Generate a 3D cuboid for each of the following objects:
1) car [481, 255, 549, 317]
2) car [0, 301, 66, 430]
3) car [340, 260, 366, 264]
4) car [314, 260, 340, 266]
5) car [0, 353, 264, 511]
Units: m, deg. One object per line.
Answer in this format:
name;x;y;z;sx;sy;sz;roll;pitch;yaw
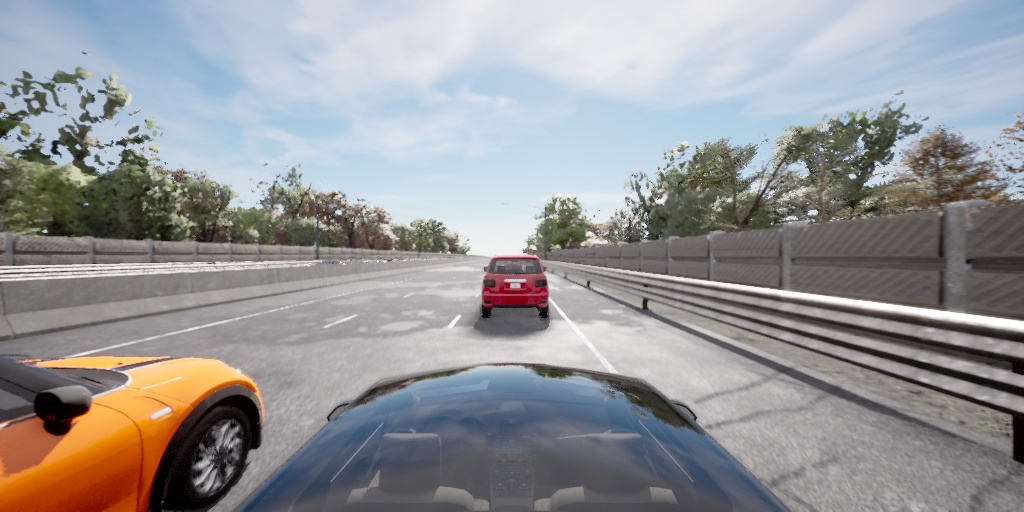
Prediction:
car;0.098;0.974;13.277;2.150;2.045;5.566;0;0;0
car;-6.902;1.297;2.054;2.033;1.411;5.357;0;0;0
car;-21.015;1.295;48.584;1.812;1.442;4.674;0;0;0
car;-24.521;1.268;47.972;1.837;1.490;4.892;0;0;0
car;-3.400;1.103;1.510;2.097;1.767;4.553;0;0;0
